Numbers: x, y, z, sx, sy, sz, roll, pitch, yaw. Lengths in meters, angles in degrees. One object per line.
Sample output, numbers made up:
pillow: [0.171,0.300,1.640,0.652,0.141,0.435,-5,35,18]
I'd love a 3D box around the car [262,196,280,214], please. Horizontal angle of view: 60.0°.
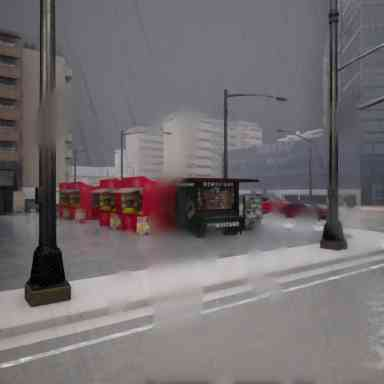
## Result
car: [8.085,1.414,34.779,2.150,2.045,5.566,0,-1,-36]

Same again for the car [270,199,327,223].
car: [9.218,1.590,27.249,1.882,1.535,5.008,0,-1,-36]
